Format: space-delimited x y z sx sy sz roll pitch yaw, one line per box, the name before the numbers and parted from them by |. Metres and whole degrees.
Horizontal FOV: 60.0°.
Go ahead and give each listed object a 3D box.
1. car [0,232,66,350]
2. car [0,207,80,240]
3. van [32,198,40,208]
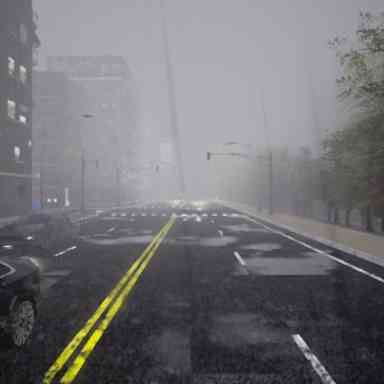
car | -3.351 1.500 3.441 2.128 1.511 4.902 0 0 0
car | -6.591 1.580 14.597 2.033 1.411 5.357 0 0 0
van | -22.715 1.713 46.326 3.998 1.788 1.690 -1 1 -1
